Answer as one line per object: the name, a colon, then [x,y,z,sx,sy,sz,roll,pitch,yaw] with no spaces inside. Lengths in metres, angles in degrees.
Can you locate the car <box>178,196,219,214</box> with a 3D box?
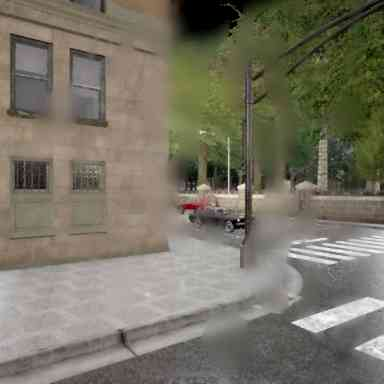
car: [0.601,1.285,31.822,2.192,1.841,5.009,0,0,-35]

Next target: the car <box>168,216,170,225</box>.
car: [-3.169,1.544,22.284,1.947,1.339,4.313,0,0,-35]

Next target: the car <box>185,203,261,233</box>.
car: [1.846,1.586,19.878,1.895,1.301,4.718,0,0,-35]
